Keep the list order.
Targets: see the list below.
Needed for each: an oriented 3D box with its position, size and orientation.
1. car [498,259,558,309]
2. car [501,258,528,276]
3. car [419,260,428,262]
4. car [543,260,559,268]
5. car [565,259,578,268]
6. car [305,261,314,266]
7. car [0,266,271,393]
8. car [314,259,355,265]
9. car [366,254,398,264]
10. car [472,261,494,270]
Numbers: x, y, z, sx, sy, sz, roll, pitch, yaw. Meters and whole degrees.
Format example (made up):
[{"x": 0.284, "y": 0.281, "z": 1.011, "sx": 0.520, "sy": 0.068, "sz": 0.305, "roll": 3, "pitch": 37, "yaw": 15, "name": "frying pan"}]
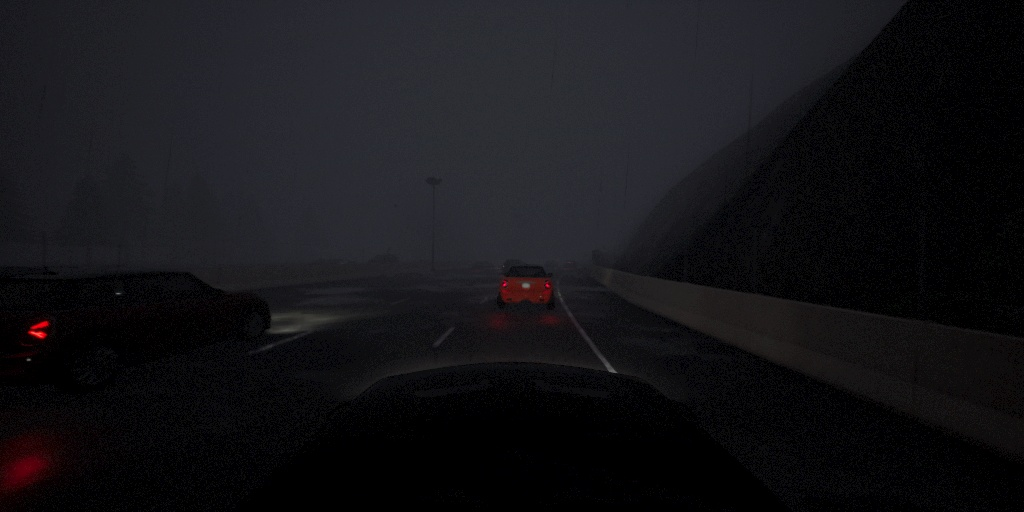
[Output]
[{"x": 0.683, "y": 1.109, "z": 15.273, "sx": 2.097, "sy": 1.767, "sz": 4.553, "roll": 1, "pitch": 0, "yaw": 5, "name": "car"}, {"x": 0.343, "y": 1.104, "z": 38.528, "sx": 2.097, "sy": 1.767, "sz": 4.553, "roll": 1, "pitch": 0, "yaw": 12, "name": "car"}, {"x": -14.060, "y": 1.209, "z": 54.977, "sx": 1.895, "sy": 1.301, "sz": 4.718, "roll": 1, "pitch": 0, "yaw": 15, "name": "car"}, {"x": 6.921, "y": 1.382, "z": 63.564, "sx": 1.994, "sy": 1.385, "sz": 4.181, "roll": 1, "pitch": 0, "yaw": 17, "name": "car"}, {"x": 10.454, "y": 1.345, "z": 63.184, "sx": 2.128, "sy": 1.511, "sz": 4.902, "roll": 1, "pitch": 0, "yaw": 17, "name": "car"}, {"x": -26.243, "y": 1.049, "z": 49.360, "sx": 1.994, "sy": 1.385, "sz": 4.181, "roll": 1, "pitch": 0, "yaw": 13, "name": "car"}, {"x": -6.877, "y": 1.032, "z": 6.737, "sx": 2.097, "sy": 1.767, "sz": 4.553, "roll": 1, "pitch": 0, "yaw": 2, "name": "car"}, {"x": -23.073, "y": 1.065, "z": 47.597, "sx": 2.033, "sy": 1.411, "sz": 5.357, "roll": 1, "pitch": 0, "yaw": 13, "name": "car"}, {"x": -18.560, "y": 0.786, "z": 51.475, "sx": 2.150, "sy": 2.045, "sz": 5.566, "roll": 0, "pitch": 0, "yaw": 14, "name": "car"}, {"x": -4.087, "y": 1.309, "z": 52.411, "sx": 1.895, "sy": 1.301, "sz": 4.718, "roll": 1, "pitch": 0, "yaw": 16, "name": "car"}]
